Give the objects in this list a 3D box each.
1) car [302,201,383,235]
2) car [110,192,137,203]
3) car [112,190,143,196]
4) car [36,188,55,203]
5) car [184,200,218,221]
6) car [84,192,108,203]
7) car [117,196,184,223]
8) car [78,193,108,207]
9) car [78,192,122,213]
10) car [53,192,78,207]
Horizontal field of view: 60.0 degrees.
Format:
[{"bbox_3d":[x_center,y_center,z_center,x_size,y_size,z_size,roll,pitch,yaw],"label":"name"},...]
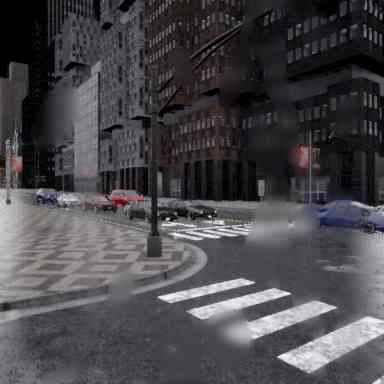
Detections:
[{"bbox_3d":[8.795,1.429,18.301,2.033,1.411,5.357,0,1,-36],"label":"car"},{"bbox_3d":[-10.462,0.834,50.343,2.128,1.511,4.902,0,1,-36],"label":"car"},{"bbox_3d":[-6.383,0.810,33.327,2.150,2.045,5.566,0,1,-36],"label":"car"},{"bbox_3d":[-20.646,0.521,47.531,2.150,2.045,5.566,0,1,-36],"label":"car"},{"bbox_3d":[-0.427,1.280,25.067,2.033,1.411,5.357,0,1,-39],"label":"car"},{"bbox_3d":[-14.587,0.786,50.491,1.882,1.535,5.008,0,1,-36],"label":"car"},{"bbox_3d":[-3.031,1.284,23.209,2.033,1.411,5.357,0,1,-35],"label":"car"},{"bbox_3d":[-12.500,0.928,41.767,2.128,1.511,4.902,0,1,-36],"label":"car"},{"bbox_3d":[-8.631,1.080,30.892,1.882,1.535,5.008,0,1,-36],"label":"car"},{"bbox_3d":[-14.429,0.985,38.867,1.812,1.442,4.674,0,1,-35],"label":"car"}]
